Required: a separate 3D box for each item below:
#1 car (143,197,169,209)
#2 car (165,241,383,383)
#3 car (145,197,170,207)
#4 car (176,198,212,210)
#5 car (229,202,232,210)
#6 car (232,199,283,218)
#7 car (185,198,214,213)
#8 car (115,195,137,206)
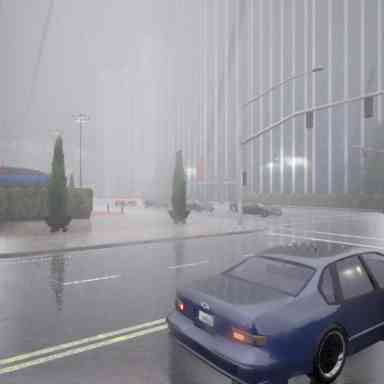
[{"bbox_3d":[-4.981,1.505,45.672,1.837,1.490,4.892,0,0,-36],"label":"car"},{"bbox_3d":[2.224,1.547,5.389,5.357,1.411,2.033,0,0,-35],"label":"car"},{"bbox_3d":[-5.551,1.526,52.446,1.812,1.442,4.674,0,0,-36],"label":"car"},{"bbox_3d":[0.195,1.547,44.491,2.033,1.411,5.357,0,0,-36],"label":"car"},{"bbox_3d":[6.140,1.506,36.286,1.837,1.490,4.892,0,0,-36],"label":"car"},{"bbox_3d":[6.059,1.525,30.298,1.812,1.442,4.674,0,0,-33],"label":"car"},{"bbox_3d":[0.569,1.525,38.036,1.812,1.442,4.674,0,0,-36],"label":"car"},{"bbox_3d":[-10.697,1.352,53.605,2.097,1.767,4.553,0,0,-36],"label":"car"}]
